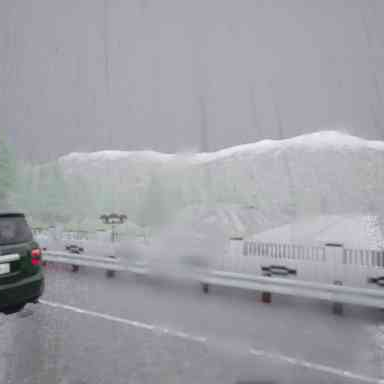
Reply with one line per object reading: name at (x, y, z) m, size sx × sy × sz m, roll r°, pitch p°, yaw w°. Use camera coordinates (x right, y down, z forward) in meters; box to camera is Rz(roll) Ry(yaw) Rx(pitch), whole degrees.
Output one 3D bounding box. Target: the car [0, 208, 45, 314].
car at (-5.323, 1.298, 6.439) m, size 5.566 × 2.045 × 2.150 m, roll 0°, pitch -1°, yaw 29°
